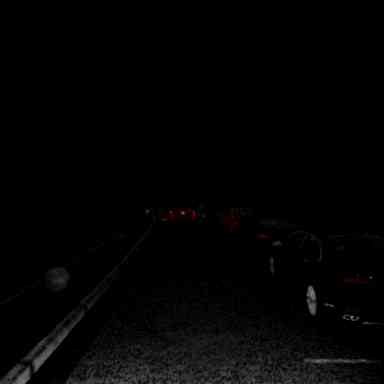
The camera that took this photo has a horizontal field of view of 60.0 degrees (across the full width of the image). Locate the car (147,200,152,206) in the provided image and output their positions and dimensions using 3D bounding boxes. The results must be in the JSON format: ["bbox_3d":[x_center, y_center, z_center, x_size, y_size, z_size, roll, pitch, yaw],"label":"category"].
[{"bbox_3d":[-9.181,2.809,83.763,2.163,1.488,4.792,0,-2,-16],"label":"car"}]

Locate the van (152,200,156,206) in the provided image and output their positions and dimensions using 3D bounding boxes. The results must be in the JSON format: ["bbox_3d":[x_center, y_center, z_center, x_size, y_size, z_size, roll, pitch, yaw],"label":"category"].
[{"bbox_3d":[-7.624,2.353,78.543,1.878,1.987,4.442,0,-2,-15],"label":"van"}]

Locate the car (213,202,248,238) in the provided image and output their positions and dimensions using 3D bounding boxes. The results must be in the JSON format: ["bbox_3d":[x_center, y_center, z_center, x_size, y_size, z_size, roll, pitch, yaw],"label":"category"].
[{"bbox_3d":[2.641,1.564,18.308,2.097,1.535,5.008,0,0,-2],"label":"car"}]

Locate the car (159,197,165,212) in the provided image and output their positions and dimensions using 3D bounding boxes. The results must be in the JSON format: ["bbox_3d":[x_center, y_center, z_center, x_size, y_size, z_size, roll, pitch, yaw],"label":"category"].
[{"bbox_3d":[-2.851,1.734,42.905,1.882,1.535,5.008,0,-1,-8],"label":"car"}]

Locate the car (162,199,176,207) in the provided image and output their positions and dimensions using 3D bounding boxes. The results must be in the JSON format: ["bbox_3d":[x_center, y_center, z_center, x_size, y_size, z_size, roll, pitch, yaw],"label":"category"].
[{"bbox_3d":[-4.755,2.258,67.704,2.002,1.452,4.674,0,-2,-14],"label":"car"}]

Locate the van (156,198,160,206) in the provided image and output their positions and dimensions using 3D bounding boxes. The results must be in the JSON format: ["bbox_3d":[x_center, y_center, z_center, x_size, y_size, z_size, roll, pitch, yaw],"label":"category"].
[{"bbox_3d":[-6.139,2.163,73.210,1.878,1.987,4.442,0,-2,-14],"label":"van"}]

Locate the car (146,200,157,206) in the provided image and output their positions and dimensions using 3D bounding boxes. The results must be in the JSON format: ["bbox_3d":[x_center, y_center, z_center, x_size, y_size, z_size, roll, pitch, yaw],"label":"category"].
[{"bbox_3d":[-10.866,2.979,88.988,2.097,1.535,5.008,0,-2,-18],"label":"car"}]

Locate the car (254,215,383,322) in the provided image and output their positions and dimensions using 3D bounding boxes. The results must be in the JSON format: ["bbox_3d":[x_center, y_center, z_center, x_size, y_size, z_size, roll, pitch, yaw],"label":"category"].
[{"bbox_3d":[2.987,1.497,7.218,2.231,1.521,4.892,0,0,0],"label":"car"}]

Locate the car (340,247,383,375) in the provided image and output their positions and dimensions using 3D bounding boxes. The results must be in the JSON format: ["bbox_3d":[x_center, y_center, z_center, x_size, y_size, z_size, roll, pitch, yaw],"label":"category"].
[{"bbox_3d":[2.997,1.483,1.698,2.231,1.521,4.892,0,0,0],"label":"car"}]

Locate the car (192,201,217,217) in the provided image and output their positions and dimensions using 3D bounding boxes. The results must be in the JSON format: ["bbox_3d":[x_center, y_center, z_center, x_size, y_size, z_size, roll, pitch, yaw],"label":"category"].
[{"bbox_3d":[1.211,1.715,35.016,2.002,1.452,4.674,0,0,-6],"label":"car"}]

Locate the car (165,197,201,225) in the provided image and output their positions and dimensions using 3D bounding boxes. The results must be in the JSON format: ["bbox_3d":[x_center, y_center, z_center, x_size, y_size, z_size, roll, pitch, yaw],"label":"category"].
[{"bbox_3d":[-0.805,1.481,25.052,2.097,1.767,4.553,0,0,-4],"label":"car"}]

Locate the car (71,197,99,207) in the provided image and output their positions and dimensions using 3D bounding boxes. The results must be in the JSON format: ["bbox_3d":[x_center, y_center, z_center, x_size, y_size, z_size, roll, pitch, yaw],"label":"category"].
[{"bbox_3d":[-22.094,2.109,69.015,5.566,2.045,2.435,0,-2,-15],"label":"car"}]

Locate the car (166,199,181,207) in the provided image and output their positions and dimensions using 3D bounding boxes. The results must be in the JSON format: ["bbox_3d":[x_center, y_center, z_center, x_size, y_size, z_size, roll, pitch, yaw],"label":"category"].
[{"bbox_3d":[-3.484,2.112,62.312,2.002,1.452,4.674,0,-1,-12],"label":"car"}]

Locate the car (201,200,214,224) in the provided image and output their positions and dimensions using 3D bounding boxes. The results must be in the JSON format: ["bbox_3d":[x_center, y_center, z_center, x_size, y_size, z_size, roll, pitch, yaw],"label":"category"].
[{"bbox_3d":[1.795,1.668,29.528,2.163,1.488,4.792,0,0,-5],"label":"car"}]

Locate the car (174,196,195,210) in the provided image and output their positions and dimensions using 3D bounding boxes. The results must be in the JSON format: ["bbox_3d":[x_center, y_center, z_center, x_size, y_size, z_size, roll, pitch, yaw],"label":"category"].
[{"bbox_3d":[-1.259,1.598,51.500,2.435,2.045,5.566,0,-1,-10],"label":"car"}]

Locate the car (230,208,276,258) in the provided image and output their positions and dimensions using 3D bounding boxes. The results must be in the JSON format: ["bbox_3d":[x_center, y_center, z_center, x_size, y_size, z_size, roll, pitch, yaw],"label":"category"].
[{"bbox_3d":[2.874,1.568,12.765,2.002,1.452,4.674,0,0,-1],"label":"car"}]
